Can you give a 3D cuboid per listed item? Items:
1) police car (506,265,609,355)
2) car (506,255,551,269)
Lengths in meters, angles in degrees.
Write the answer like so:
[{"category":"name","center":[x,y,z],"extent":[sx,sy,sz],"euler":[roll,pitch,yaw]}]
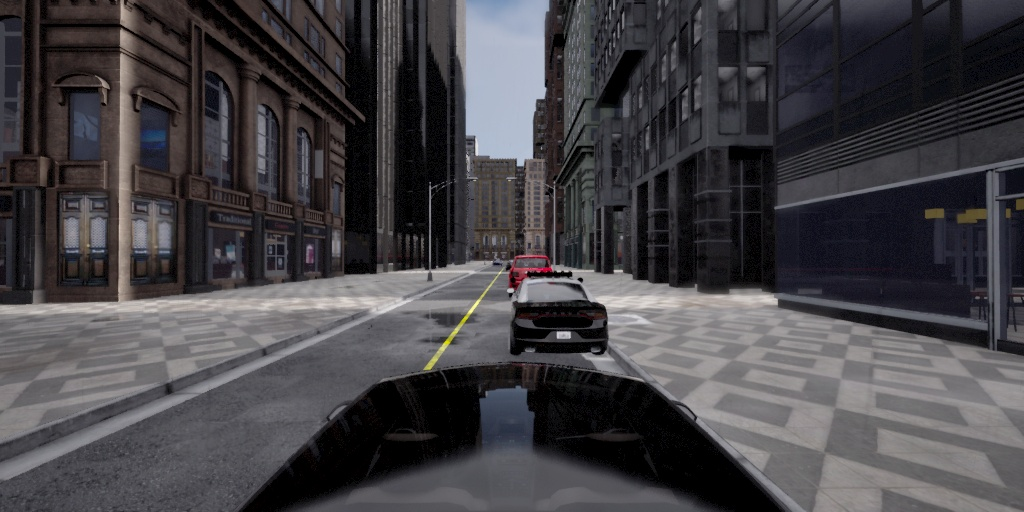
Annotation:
[{"category":"police car","center":[0.906,1.179,8.844],"extent":[1.930,1.638,5.238],"euler":[0,0,0]},{"category":"car","center":[0.919,0.985,18.765],"extent":[2.150,2.045,5.566],"euler":[0,0,0]}]
